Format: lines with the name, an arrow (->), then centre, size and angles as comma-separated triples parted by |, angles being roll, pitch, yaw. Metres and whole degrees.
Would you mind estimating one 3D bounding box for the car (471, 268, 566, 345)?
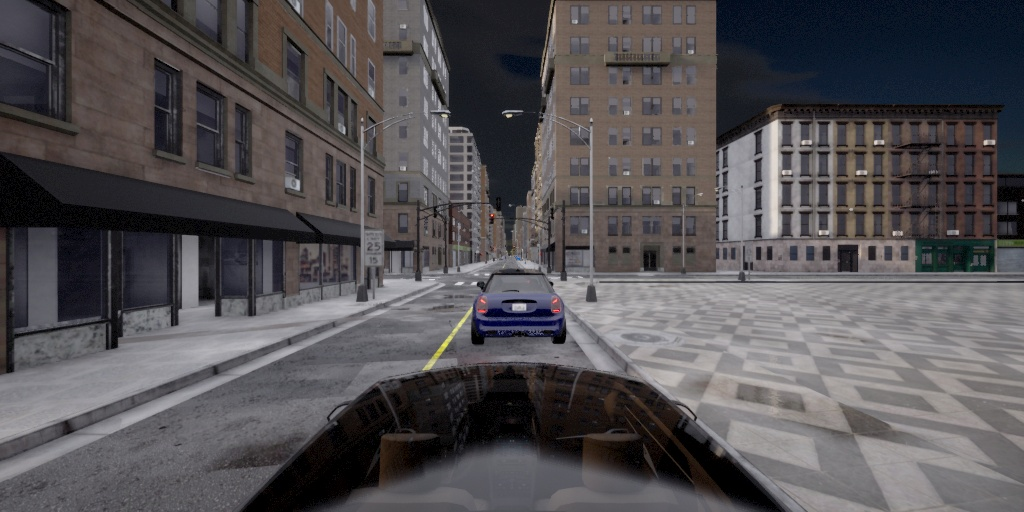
car -> 0.100, 1.101, 9.706 | 2.097, 1.767, 4.553 | 0, 0, -1
